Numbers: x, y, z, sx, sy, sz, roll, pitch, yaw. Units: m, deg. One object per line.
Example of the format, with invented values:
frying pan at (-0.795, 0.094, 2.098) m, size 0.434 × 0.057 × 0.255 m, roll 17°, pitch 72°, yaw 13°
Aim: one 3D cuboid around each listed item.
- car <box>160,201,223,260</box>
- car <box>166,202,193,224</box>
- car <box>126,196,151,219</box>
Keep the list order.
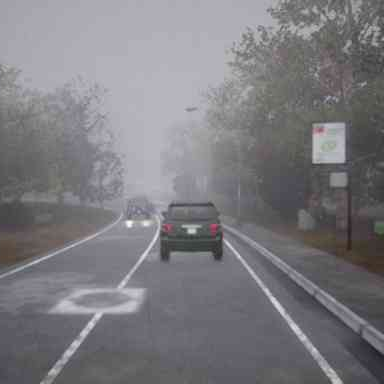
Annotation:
car at (-0.047, 1.342, 13.161) m, size 2.150 × 2.045 × 5.566 m, roll 0°, pitch 0°, yaw -1°
car at (-1.153, 1.723, 28.807) m, size 1.882 × 1.535 × 5.008 m, roll -1°, pitch 0°, yaw -7°
car at (-5.389, 1.455, 33.486) m, size 2.150 × 2.045 × 5.566 m, roll -1°, pitch 1°, yaw -10°
